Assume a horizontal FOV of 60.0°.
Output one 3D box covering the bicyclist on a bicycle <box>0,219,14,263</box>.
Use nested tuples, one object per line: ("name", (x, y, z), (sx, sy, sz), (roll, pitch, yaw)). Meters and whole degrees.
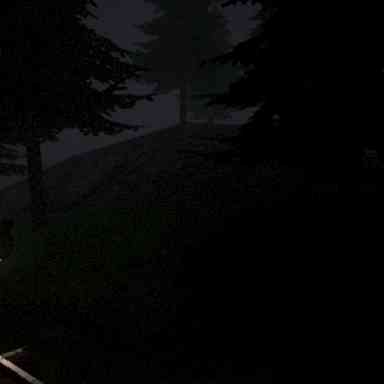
("bicyclist on a bicycle", (-3.382, 1.187, 5.339), (0.582, 1.620, 1.656), (33, -22, -26))
